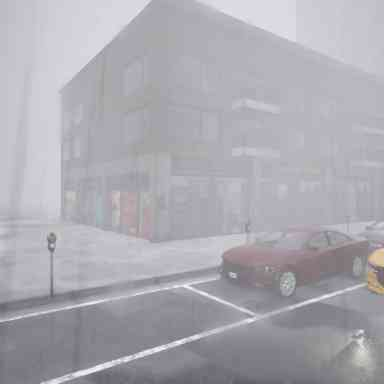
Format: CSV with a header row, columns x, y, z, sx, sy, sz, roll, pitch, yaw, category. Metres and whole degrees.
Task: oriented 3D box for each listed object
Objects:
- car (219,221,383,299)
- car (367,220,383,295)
x,y,z,sx,sy,sz,roll,pitch,yaw,category
2.712,1.544,8.461,4.507,1.381,1.887,0,0,-35,car
5.930,1.477,7.602,5.008,1.535,1.882,0,0,-35,car
